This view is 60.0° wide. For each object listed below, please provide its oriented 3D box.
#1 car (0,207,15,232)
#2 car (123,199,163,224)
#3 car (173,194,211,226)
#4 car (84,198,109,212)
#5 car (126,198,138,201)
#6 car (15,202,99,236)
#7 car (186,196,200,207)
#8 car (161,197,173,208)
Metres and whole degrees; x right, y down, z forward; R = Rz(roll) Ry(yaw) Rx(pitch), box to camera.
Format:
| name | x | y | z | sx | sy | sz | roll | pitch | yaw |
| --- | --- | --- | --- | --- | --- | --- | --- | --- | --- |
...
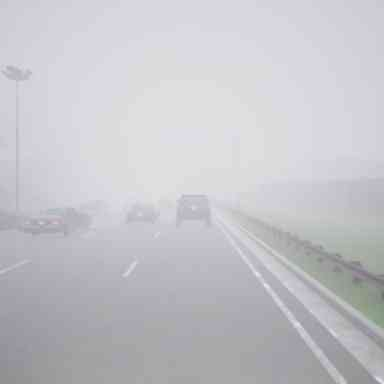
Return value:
| name | x | y | z | sx | sy | sz | roll | pitch | yaw |
| --- | --- | --- | --- | --- | --- | --- | --- | --- | --- |
| car | -10.401 | 1.464 | 17.070 | 2.033 | 1.411 | 5.357 | 0 | 0 | 0 |
| car | -3.403 | 1.448 | 23.694 | 1.994 | 1.385 | 4.181 | 0 | 0 | 0 |
| car | 0.098 | 1.112 | 22.412 | 2.150 | 2.045 | 5.566 | 0 | 0 | 0 |
| car | -10.415 | 1.375 | 35.461 | 2.033 | 1.411 | 5.357 | 0 | 0 | 0 |
| car | -6.907 | 1.406 | 39.980 | 1.895 | 1.301 | 4.718 | 0 | 0 | 0 |
| car | -6.901 | 1.461 | 17.732 | 2.033 | 1.411 | 5.357 | 0 | 0 | 0 |
| car | 0.119 | 1.280 | 45.833 | 1.837 | 1.490 | 4.892 | 0 | 0 | 0 |
| car | -3.392 | 1.351 | 43.809 | 1.994 | 1.385 | 4.181 | 0 | 0 | 0 |
